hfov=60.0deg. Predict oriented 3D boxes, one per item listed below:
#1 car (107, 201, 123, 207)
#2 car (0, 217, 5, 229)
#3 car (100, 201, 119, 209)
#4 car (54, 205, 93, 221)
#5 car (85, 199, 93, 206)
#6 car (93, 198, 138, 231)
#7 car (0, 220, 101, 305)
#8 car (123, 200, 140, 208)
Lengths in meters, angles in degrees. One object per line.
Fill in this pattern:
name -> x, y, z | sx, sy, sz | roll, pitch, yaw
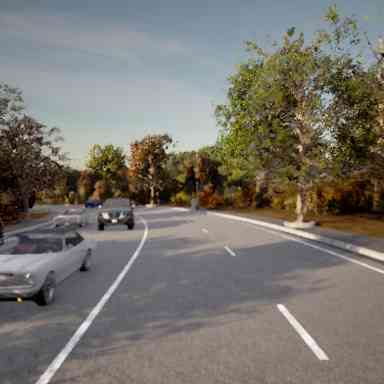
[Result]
car -> -17.380, 2.689, 74.617 | 1.895, 1.301, 4.718 | -3, 0, -35
car -> -7.369, 1.304, 9.120 | 2.150, 2.045, 5.566 | -1, 0, -3
car -> -16.683, 2.593, 66.896 | 2.033, 1.411, 5.357 | -2, 0, -32
car -> -8.945, 1.949, 25.068 | 1.895, 1.301, 4.718 | -1, -1, -9
car -> -22.490, 2.563, 75.860 | 2.150, 2.045, 5.566 | -3, 0, -37
car -> -5.073, 1.454, 22.892 | 2.150, 2.045, 5.566 | -1, -1, -8
car -> -3.820, 1.625, 8.162 | 1.895, 1.301, 4.718 | -1, 0, -3
car -> -12.058, 2.379, 65.807 | 1.812, 1.442, 4.674 | -2, 0, -30
